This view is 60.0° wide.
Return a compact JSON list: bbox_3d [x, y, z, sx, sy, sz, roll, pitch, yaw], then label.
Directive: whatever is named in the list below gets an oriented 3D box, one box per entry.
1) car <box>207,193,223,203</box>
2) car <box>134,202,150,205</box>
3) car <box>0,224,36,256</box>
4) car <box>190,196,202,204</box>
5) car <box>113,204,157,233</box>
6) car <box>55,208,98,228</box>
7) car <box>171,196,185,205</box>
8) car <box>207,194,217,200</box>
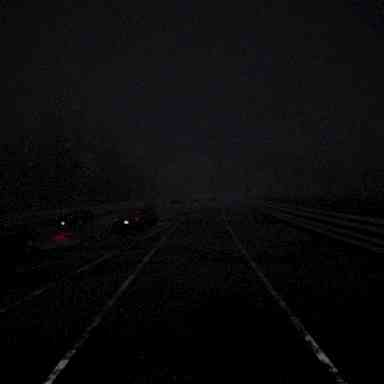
[{"bbox_3d":[4.395,1.304,68.073,2.128,1.511,4.902,-4,0,12],"label":"car"},{"bbox_3d":[-5.168,1.851,35.358,1.882,1.535,5.008,-4,0,9],"label":"car"},{"bbox_3d":[-8.383,2.039,13.494,1.837,1.490,4.892,-4,0,8],"label":"car"},{"bbox_3d":[0.812,1.587,67.932,1.812,1.442,4.674,-4,0,12],"label":"car"},{"bbox_3d":[-3.667,1.796,22.043,1.994,1.385,4.181,-4,0,8],"label":"car"},{"bbox_3d":[-9.775,2.178,28.494,1.837,1.490,4.892,-4,0,9],"label":"car"},{"bbox_3d":[-2.814,1.663,67.740,2.097,1.767,4.553,-4,0,12],"label":"car"},{"bbox_3d":[5.296,1.370,88.472,1.994,1.385,4.181,-4,0,13],"label":"car"}]
